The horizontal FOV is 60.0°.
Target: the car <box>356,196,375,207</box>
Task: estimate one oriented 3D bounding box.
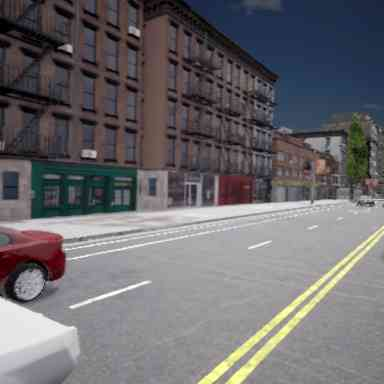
[{"bbox_3d":[24.186,1.224,46.218,1.812,1.442,4.674,2,1,36],"label":"car"}]

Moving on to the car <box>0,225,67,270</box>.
[{"bbox_3d":[-4.551,1.240,5.435,1.882,1.535,5.008,2,2,35],"label":"car"}]

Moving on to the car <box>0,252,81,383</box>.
[{"bbox_3d":[-3.139,1.481,1.800,1.895,1.301,4.718,2,2,35],"label":"car"}]
